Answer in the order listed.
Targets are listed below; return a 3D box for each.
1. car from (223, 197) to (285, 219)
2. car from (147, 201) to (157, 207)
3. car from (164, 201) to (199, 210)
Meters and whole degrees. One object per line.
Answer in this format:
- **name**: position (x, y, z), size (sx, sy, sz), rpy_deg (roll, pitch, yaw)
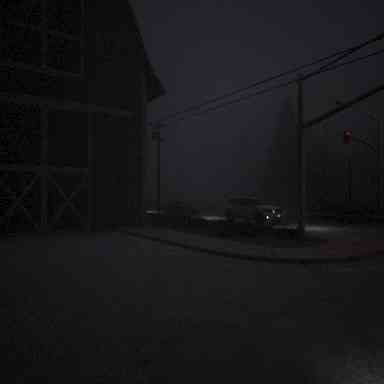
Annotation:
- **car**: position (4.772, 1.402, 26.533), size (2.150, 2.045, 5.566), rpy_deg (0, 0, -34)
- **car**: position (-6.682, 1.924, 49.595), size (1.895, 1.301, 4.718), rpy_deg (0, 0, -34)
- **car**: position (-1.155, 1.713, 35.178), size (1.882, 1.535, 5.008), rpy_deg (0, 0, -35)
